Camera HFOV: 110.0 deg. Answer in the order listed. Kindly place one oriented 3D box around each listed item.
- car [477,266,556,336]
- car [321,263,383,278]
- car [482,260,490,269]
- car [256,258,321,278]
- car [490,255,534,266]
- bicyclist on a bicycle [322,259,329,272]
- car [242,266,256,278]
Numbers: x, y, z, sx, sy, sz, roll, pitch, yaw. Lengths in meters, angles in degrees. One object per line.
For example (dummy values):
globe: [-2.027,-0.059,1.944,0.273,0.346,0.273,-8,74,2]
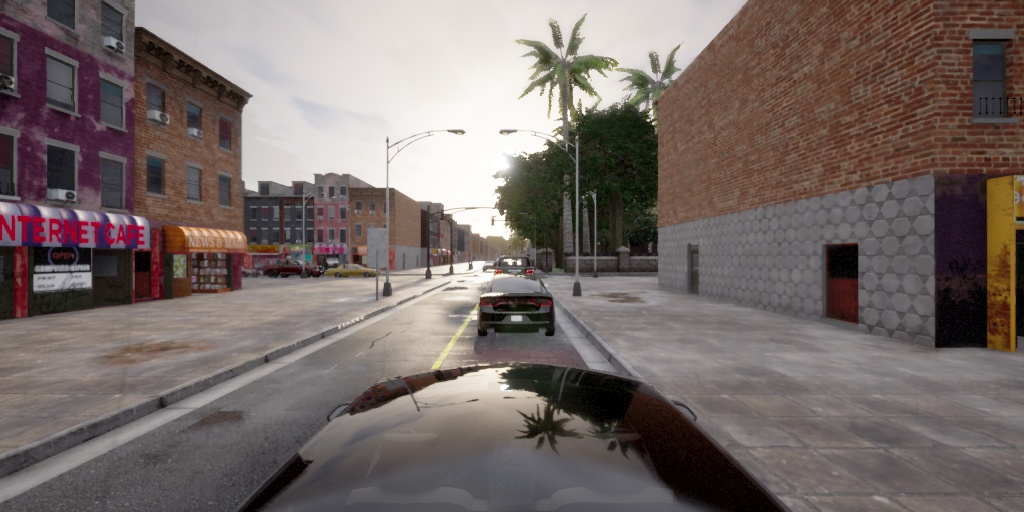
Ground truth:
car: [0.102,1.230,10.405,1.882,1.535,5.008,0,0,0]
car: [-14.429,1.324,32.956,4.829,1.417,1.751,0,0,0]
car: [-2.842,1.316,47.819,1.812,1.442,4.674,0,0,0]
car: [-20.051,1.127,32.951,5.009,1.841,2.192,0,0,0]
car: [0.109,0.980,20.374,2.150,2.045,5.566,0,0,-1]
bicyclist on a bicycle: [-20.131,1.124,38.597,0.582,1.620,1.656,0,0,0]
car: [-25.503,1.409,32.947,4.207,1.307,1.802,0,0,0]
